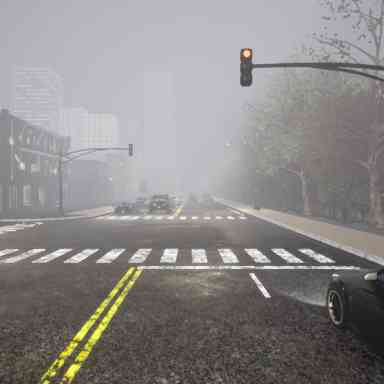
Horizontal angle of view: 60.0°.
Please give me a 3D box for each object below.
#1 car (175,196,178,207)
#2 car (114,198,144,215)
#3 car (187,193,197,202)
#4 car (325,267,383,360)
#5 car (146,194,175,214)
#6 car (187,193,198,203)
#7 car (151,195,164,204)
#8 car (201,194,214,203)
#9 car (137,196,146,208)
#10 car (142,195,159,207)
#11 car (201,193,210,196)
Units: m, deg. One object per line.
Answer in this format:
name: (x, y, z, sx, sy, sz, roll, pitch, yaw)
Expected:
car: (-3.304, 1.511, 46.259, 1.812, 1.442, 4.674, 0, 0, 0)
car: (-6.630, 1.591, 34.450, 1.895, 1.301, 4.718, 0, 0, 2)
car: (0.057, 1.194, 78.127, 2.150, 2.045, 5.566, 0, 0, 0)
car: (3.352, 1.563, 4.257, 1.994, 1.385, 4.181, 0, 0, 0)
car: (-3.314, 1.212, 36.053, 2.150, 2.045, 5.566, 0, 0, 0)
car: (0.150, 1.453, 67.250, 1.882, 1.535, 5.008, 0, 0, 0)
car: (-6.508, 1.455, 63.562, 1.882, 1.535, 5.008, 0, 0, 1)
car: (3.399, 1.576, 66.895, 1.895, 1.301, 4.718, 0, 0, 0)
car: (-6.558, 1.338, 44.178, 2.097, 1.767, 4.553, 0, 0, 0)
car: (-6.550, 1.334, 53.118, 2.097, 1.767, 4.553, 0, 0, 0)
car: (3.306, 1.195, 76.875, 2.150, 2.045, 5.566, 0, 0, 0)
